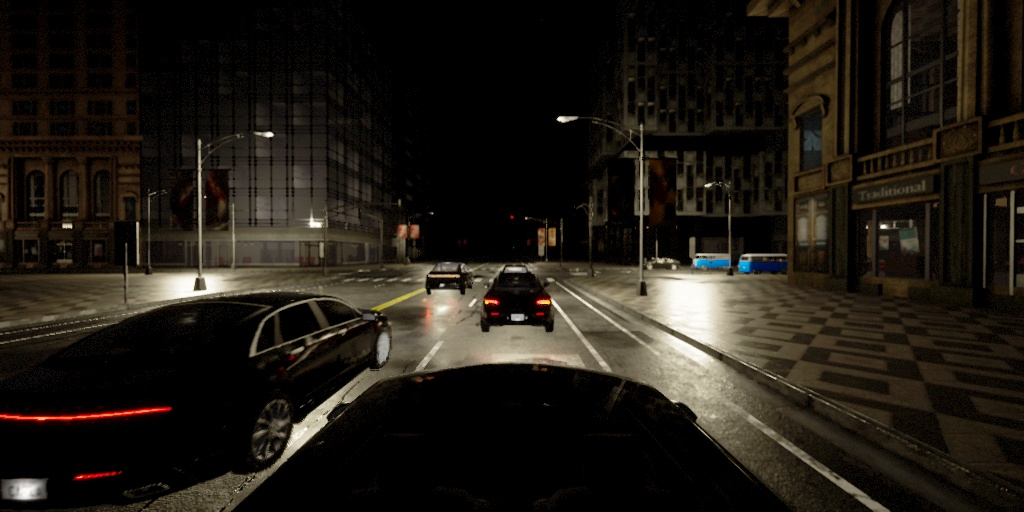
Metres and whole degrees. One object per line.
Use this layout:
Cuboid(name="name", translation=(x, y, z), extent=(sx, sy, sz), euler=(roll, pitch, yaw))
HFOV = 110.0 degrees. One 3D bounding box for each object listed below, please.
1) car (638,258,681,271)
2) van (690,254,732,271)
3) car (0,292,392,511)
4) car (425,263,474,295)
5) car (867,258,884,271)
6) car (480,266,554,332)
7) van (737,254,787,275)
Cuboid(name="car", translation=(16.056, 0.882, 39.086), extent=(4.403, 1.370, 2.007), euler=(0, 0, 1))
Cuboid(name="van", translation=(21.675, 0.661, 39.035), extent=(3.998, 1.789, 1.690), euler=(0, 0, 1))
Cuboid(name="car", translation=(-3.139, 1.225, 4.738), extent=(1.837, 1.490, 4.892), euler=(0, 1, 0))
Cuboid(name="car", translation=(-3.072, 1.074, 18.285), extent=(2.128, 1.511, 4.902), euler=(0, 1, 0))
Cuboid(name="car", translation=(32.835, 0.956, 30.408), extent=(4.207, 1.307, 1.802), euler=(0, 0, 1))
Cuboid(name="car", translation=(0.140, 1.188, 10.360), extent=(1.812, 1.442, 4.674), euler=(0, 1, 0))
Cuboid(name="van", translation=(21.598, 0.737, 30.511), extent=(3.998, 1.789, 1.690), euler=(0, 0, 1))
